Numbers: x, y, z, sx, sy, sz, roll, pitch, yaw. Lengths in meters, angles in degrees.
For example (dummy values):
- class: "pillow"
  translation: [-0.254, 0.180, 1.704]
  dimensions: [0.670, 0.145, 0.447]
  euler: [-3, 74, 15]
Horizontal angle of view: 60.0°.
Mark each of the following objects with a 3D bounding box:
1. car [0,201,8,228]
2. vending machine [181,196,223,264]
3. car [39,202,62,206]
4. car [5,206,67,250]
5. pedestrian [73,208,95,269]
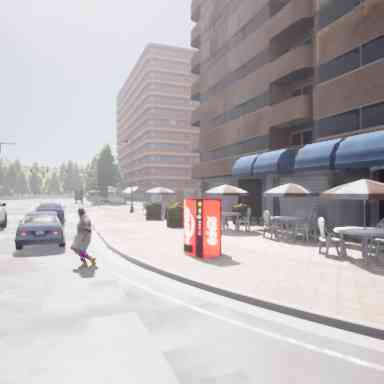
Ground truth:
- class: "car"
  translation: [-11.976, 1.218, 18.872]
  dimensions: [2.150, 2.045, 5.566]
  euler: [0, 0, -21]
- class: "vending machine"
  translation: [0.340, 1.194, 11.108]
  dimensions: [1.100, 2.100, 0.880]
  euler: [0, 0, -34]
- class: "car"
  translation: [-10.077, 1.474, 23.675]
  dimensions: [1.882, 1.535, 5.008]
  euler: [0, 0, -21]
- class: "car"
  translation: [-6.529, 1.545, 14.528]
  dimensions: [2.033, 1.411, 5.357]
  euler: [0, 0, -22]
- class: "pedestrian"
  translation: [-3.185, 1.293, 9.801]
  dimensions: [0.375, 1.860, 0.375]
  euler: [0, 0, -32]
